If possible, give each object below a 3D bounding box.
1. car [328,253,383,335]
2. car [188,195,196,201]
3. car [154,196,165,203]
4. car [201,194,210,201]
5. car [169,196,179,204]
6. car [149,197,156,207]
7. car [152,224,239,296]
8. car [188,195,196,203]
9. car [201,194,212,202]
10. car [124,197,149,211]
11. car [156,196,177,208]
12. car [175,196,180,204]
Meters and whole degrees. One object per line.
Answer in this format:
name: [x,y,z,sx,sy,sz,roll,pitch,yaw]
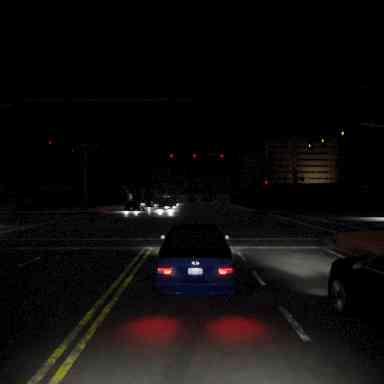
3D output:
car: [3.559,1.497,4.601,2.128,1.511,4.902,0,0,0]
car: [-0.066,1.520,84.618,1.994,1.385,4.181,0,0,0]
car: [-7.056,1.633,71.651,1.994,1.385,4.181,0,0,0]
car: [3.434,1.323,84.593,2.097,1.767,4.553,0,0,0]
car: [-3.573,1.580,66.902,1.837,1.490,4.892,0,0,0]
car: [-7.133,1.563,51.932,1.837,1.490,4.892,0,0,0]
car: [0.076,1.557,8.844,2.033,1.411,5.357,0,0,0]
car: [-0.058,1.615,74.345,2.033,1.411,5.357,0,0,0]
car: [3.442,1.428,74.637,2.097,1.767,4.553,0,0,0]
car: [-7.174,1.595,42.289,2.033,1.411,5.357,0,0,2]
car: [-3.636,1.654,47.539,1.895,1.301,4.718,0,0,0]
car: [-3.628,1.555,56.856,2.128,1.511,4.902,0,0,0]
